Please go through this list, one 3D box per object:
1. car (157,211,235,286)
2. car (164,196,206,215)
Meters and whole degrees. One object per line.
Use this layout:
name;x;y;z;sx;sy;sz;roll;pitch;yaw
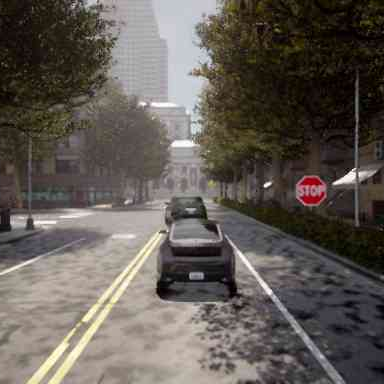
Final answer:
car;0.095;1.515;9.413;1.837;1.490;4.892;0;0;0
car;-0.513;1.246;21.728;2.150;2.045;5.566;0;0;-10
